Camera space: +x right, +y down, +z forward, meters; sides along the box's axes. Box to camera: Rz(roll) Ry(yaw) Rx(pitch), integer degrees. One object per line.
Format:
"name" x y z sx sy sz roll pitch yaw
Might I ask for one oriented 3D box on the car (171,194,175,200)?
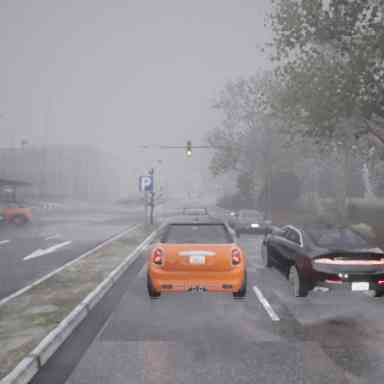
"car" -8.087 1.339 87.824 5.566 2.045 2.435 -1 -1 -12

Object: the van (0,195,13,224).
"van" -13.622 1.359 20.094 4.442 1.987 1.878 -1 -1 -20

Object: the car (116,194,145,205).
"car" -11.503 1.548 60.879 4.792 1.488 2.163 -1 0 -15

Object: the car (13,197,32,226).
"car" -13.650 1.475 23.071 4.553 1.767 2.185 -1 0 -19

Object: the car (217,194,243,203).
"car" 7.603 1.348 66.462 4.553 1.767 2.185 1 0 -14

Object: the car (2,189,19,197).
"car" -28.215 0.298 51.735 2.002 1.452 4.674 6 -3 -19

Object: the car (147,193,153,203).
"car" -10.861 1.514 63.872 5.366 1.575 1.946 -1 -1 -15

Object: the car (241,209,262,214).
"car" 3.170 1.650 18.622 1.994 1.385 4.181 0 0 1

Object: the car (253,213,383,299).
"car" 3.106 1.531 8.550 2.128 1.511 4.902 0 0 0

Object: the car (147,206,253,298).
"car" 0.106 1.392 8.798 2.097 1.767 4.553 0 0 0

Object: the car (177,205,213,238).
"car" 0.184 1.599 19.583 1.837 1.490 4.892 0 0 1

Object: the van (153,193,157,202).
"van" -10.308 1.311 69.865 4.442 1.987 1.878 -1 -1 -14

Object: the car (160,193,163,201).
"car" -9.713 1.596 75.831 4.674 1.452 2.002 -1 0 -13

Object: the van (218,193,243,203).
"van" 7.222 1.240 63.493 4.442 1.987 1.878 1 0 -14

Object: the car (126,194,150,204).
"car" -10.771 1.404 66.825 4.553 1.767 2.185 -1 -1 -14

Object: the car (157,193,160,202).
"car" -10.083 1.548 72.836 4.892 1.521 2.231 -1 -1 -14

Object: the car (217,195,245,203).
"car" 8.136 1.480 69.456 5.366 1.575 1.946 1 0 -13

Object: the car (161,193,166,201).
"car" -9.344 1.605 78.833 4.674 1.452 2.002 -1 -1 -13

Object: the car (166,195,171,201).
"car" -8.535 1.622 84.816 4.674 1.452 2.002 -1 0 -12
